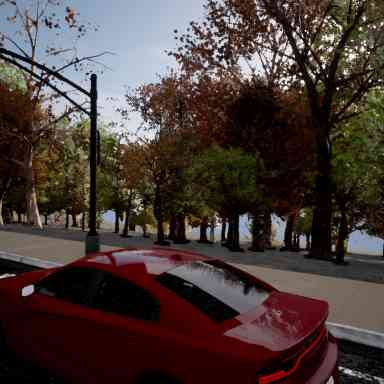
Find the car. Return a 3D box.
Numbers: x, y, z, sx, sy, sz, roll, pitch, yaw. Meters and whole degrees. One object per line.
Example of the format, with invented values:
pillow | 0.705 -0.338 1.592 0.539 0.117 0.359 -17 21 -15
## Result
car | -0.849 1.477 4.283 5.008 1.535 1.882 0 0 35
